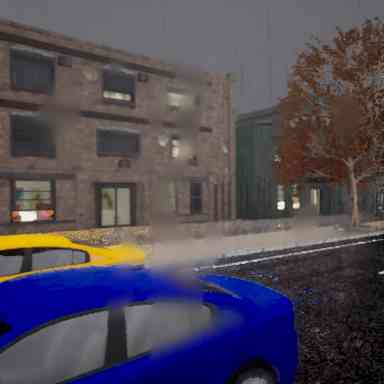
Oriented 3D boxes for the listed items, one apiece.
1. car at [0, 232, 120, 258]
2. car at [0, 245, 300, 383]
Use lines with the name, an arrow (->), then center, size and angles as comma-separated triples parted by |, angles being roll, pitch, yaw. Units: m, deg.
car -> -3.132, 1.480, 5.444 | 5.008, 1.535, 1.882 | 0, 0, -36
car -> -1.199, 1.480, 2.830 | 5.008, 1.535, 1.882 | 0, 0, -35
